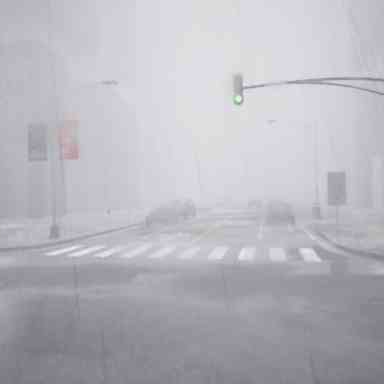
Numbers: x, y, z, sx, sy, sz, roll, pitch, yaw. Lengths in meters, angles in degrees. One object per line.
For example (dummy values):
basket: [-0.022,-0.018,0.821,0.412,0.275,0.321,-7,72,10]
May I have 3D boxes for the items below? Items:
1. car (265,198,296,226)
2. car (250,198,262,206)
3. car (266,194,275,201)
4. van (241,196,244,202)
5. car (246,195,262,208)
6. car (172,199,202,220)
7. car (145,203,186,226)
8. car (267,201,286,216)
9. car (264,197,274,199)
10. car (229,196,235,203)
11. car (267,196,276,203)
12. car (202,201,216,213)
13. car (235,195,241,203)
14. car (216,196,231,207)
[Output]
car: [6.174,1.447,23.451,1.967,1.590,4.097,-2,-1,13]
car: [11.631,1.772,60.016,1.994,1.385,4.181,-1,-1,13]
car: [21.752,1.602,92.234,2.192,1.841,5.009,-2,-1,13]
van: [12.245,1.807,88.840,1.690,1.788,3.998,-2,-1,13]
car: [9.498,1.671,50.158,1.837,1.490,4.892,-1,-1,13]
car: [-0.943,1.543,30.629,2.192,1.841,5.009,-2,-1,13]
car: [-2.135,1.775,25.335,1.947,1.339,4.313,-2,-1,13]
car: [8.574,1.626,34.031,1.802,1.307,4.206,-2,-1,13]
car: [7.372,1.465,28.742,1.967,1.590,4.097,-2,-1,13]
car: [6.250,1.665,62.381,2.192,1.841,5.009,-2,-1,13]
car: [18.161,1.761,76.360,1.887,1.381,4.507,-2,-1,13]
car: [1.423,1.791,41.045,1.752,1.417,4.829,-2,-1,13]
car: [9.852,1.963,78.254,1.887,1.381,4.507,-2,-1,13]
car: [5.058,1.910,57.086,1.802,1.307,4.206,-2,-1,13]
